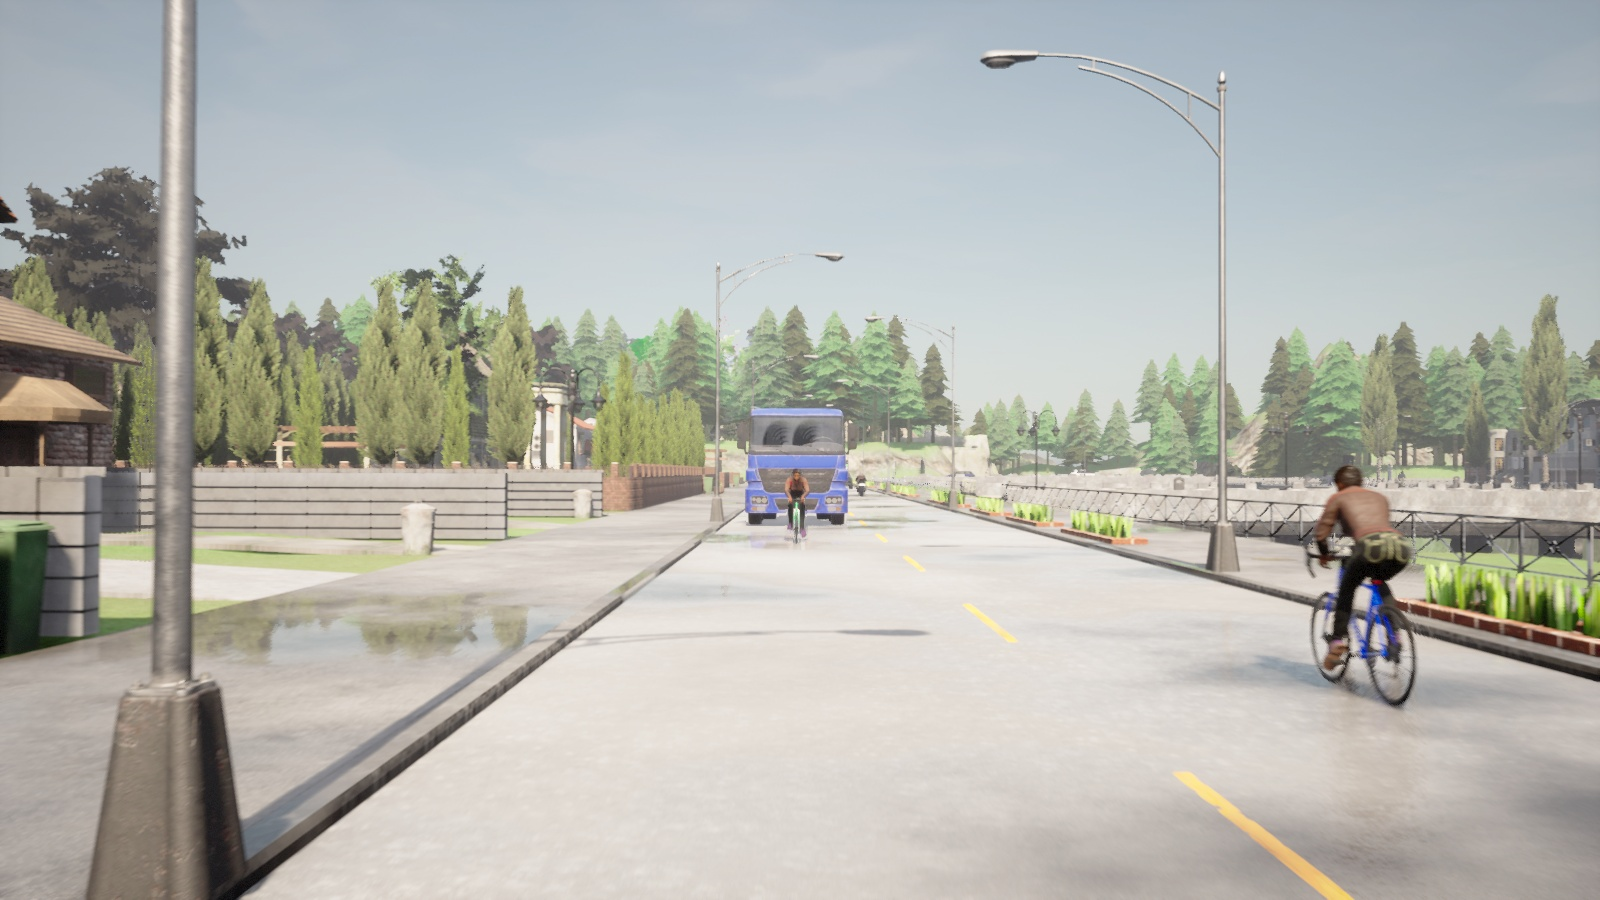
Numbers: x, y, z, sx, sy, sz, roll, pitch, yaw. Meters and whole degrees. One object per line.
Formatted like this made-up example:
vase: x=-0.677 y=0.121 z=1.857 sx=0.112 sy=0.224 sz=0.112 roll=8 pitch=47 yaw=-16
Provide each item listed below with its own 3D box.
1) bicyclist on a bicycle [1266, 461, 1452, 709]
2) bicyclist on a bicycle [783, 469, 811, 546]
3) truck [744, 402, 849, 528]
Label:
bicyclist on a bicycle: x=3.978 y=0.904 z=9.084 sx=0.582 sy=1.620 sz=1.656 roll=0 pitch=-1 yaw=0
bicyclist on a bicycle: x=-0.064 y=1.224 z=27.266 sx=0.582 sy=1.620 sz=1.656 roll=0 pitch=-1 yaw=0
truck: x=-0.095 y=0.481 z=38.688 sx=2.891 sy=3.462 sz=7.936 roll=0 pitch=-1 yaw=0
